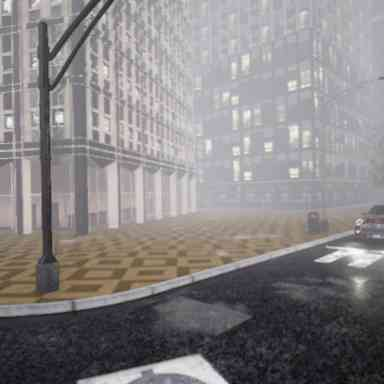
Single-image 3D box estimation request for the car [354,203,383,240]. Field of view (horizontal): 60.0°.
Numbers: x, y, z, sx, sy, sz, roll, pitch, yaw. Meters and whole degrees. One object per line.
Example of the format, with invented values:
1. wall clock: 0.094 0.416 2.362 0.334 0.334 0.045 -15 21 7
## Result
1. car: 9.595 1.350 16.209 2.097 1.767 4.553 -1 -1 43
